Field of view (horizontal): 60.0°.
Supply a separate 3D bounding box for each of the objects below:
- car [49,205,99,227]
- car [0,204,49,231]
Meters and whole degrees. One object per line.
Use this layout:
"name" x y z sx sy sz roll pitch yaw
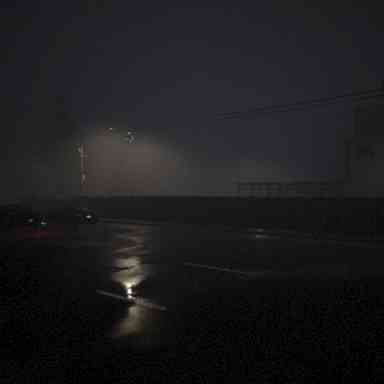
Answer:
"car" -8.352 1.585 22.849 4.181 1.385 1.994 0 0 36
"car" -11.340 1.500 20.682 5.008 1.535 1.882 0 0 36
